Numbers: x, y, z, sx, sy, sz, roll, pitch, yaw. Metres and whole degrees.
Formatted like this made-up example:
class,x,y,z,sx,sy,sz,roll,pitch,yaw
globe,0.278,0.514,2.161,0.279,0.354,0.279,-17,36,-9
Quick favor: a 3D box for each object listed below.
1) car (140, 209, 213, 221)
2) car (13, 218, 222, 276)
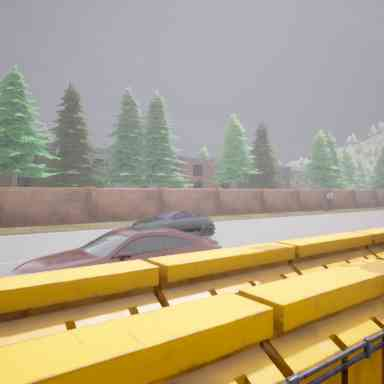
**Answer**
class,x,y,z,sx,sy,sz,roll,pitch,yaw
car,-0.876,1.564,16.249,4.181,1.385,1.994,0,0,-36
car,-1.335,1.525,7.325,4.674,1.442,1.812,0,0,-35
